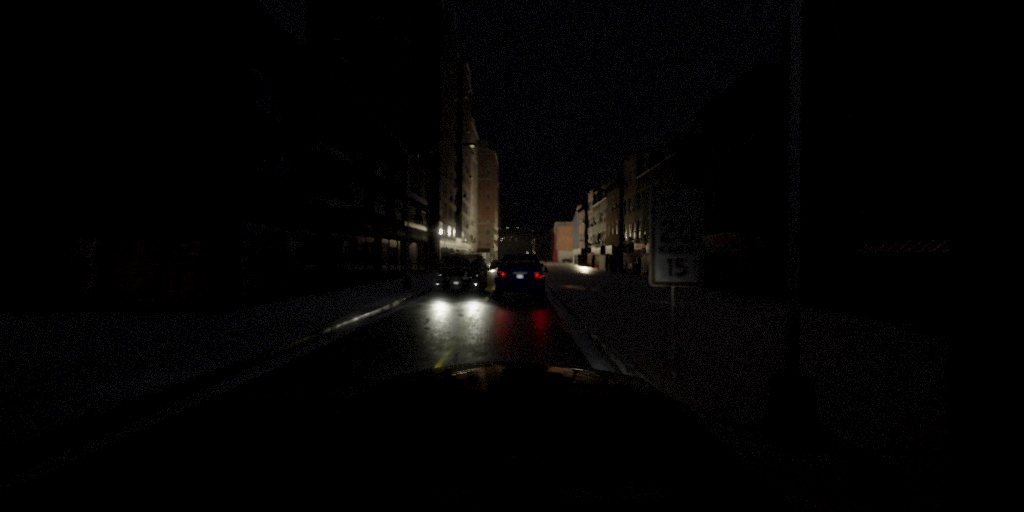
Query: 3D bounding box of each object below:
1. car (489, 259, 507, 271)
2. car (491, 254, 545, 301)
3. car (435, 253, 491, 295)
[{"bbox_3d":[-1.864,1.159,48.907,2.033,1.411,5.357,1,0,1],"label":"car"},{"bbox_3d":[0.376,0.918,17.310,2.150,2.045,5.566,1,0,1],"label":"car"},{"bbox_3d":[-2.534,0.880,19.378,2.150,2.045,5.566,1,0,1],"label":"car"}]
